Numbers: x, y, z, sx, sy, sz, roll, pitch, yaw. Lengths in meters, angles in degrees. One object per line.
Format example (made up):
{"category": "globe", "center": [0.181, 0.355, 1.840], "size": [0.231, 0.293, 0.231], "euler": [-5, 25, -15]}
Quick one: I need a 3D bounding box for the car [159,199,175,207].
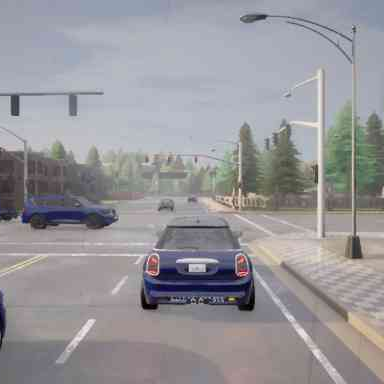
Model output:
{"category": "car", "center": [-3.197, 1.547, 41.581], "size": [2.033, 1.411, 5.357], "euler": [0, 0, -2]}

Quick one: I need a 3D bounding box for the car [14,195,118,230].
{"category": "car", "center": [-7.456, 1.223, 20.457], "size": [5.566, 2.045, 2.150], "euler": [0, 0, 2]}

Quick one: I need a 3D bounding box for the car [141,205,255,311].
{"category": "car", "center": [0.162, 1.352, 7.953], "size": [2.097, 1.767, 4.553], "euler": [0, 0, 2]}

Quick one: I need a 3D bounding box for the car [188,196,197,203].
{"category": "car", "center": [0.067, 1.505, 68.241], "size": [1.837, 1.490, 4.892], "euler": [0, 0, 0]}

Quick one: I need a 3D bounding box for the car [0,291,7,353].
{"category": "car", "center": [-3.440, 1.478, 2.501], "size": [1.882, 1.535, 5.008], "euler": [0, 0, 0]}

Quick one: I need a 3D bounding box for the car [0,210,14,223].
{"category": "car", "center": [-15.473, 1.601, 24.439], "size": [4.718, 1.301, 1.895], "euler": [0, 0, -6]}
